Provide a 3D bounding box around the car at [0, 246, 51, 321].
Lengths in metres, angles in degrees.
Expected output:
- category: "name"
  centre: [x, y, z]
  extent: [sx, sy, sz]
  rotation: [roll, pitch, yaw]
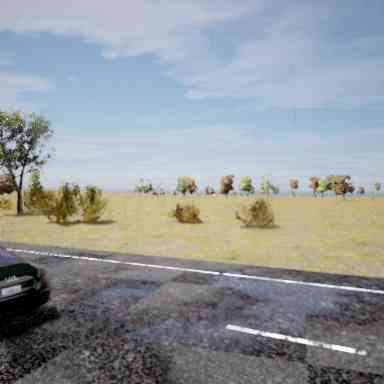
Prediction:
- category: "car"
  centre: [-4.812, 1.647, 6.533]
  extent: [4.181, 1.385, 1.994]
  rotation: [-1, -1, 28]
